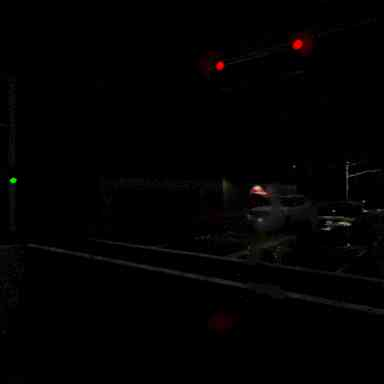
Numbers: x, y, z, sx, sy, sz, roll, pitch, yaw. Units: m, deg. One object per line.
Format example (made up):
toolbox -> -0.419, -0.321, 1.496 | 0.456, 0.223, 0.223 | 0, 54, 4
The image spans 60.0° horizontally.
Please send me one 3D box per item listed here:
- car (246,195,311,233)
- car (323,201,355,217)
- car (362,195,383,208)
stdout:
car -> 5.319, 1.182, 19.847 | 2.150, 2.045, 5.566 | 0, 0, 37
car -> 13.680, 1.493, 30.858 | 1.994, 1.385, 4.181 | 0, 0, 37
car -> 24.501, 1.254, 44.964 | 2.097, 1.767, 4.553 | 0, 0, 37
